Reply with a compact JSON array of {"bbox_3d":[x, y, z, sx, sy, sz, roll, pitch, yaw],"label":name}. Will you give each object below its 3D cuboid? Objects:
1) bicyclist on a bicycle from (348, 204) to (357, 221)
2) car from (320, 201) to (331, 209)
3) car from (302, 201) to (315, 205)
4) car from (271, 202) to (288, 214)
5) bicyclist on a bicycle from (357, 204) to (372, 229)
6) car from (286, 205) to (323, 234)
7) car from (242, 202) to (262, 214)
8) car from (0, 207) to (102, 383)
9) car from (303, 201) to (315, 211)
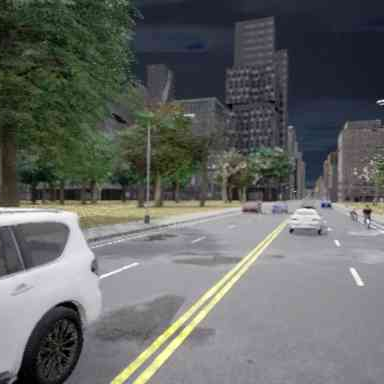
[{"bbox_3d":[15.077,1.926,31.107,0.866,1.612,1.509,1,-1,20],"label":"bicyclist on a bicycle"},{"bbox_3d":[26.906,2.504,66.846,1.882,1.535,5.008,1,-1,20],"label":"car"},{"bbox_3d":[13.484,2.045,38.662,1.837,1.490,4.892,1,-1,20],"label":"car"},{"bbox_3d":[11.522,2.084,43.411,1.812,1.442,4.674,1,-1,20],"label":"car"},{"bbox_3d":[12.376,1.747,23.547,0.659,1.776,1.843,1,0,20],"label":"bicyclist on a bicycle"},{"bbox_3d":[7.377,1.813,21.581,1.812,1.442,4.674,1,-1,20],"label":"car"},{"bbox_3d":[7.639,1.968,42.205,1.882,1.535,5.008,1,-1,20],"label":"car"},{"bbox_3d":[-3.022,1.202,2.733,2.150,2.045,5.566,1,0,20],"label":"car"},{"bbox_3d":[19.836,2.289,56.432,1.882,1.535,5.008,1,-1,20],"label":"car"}]
